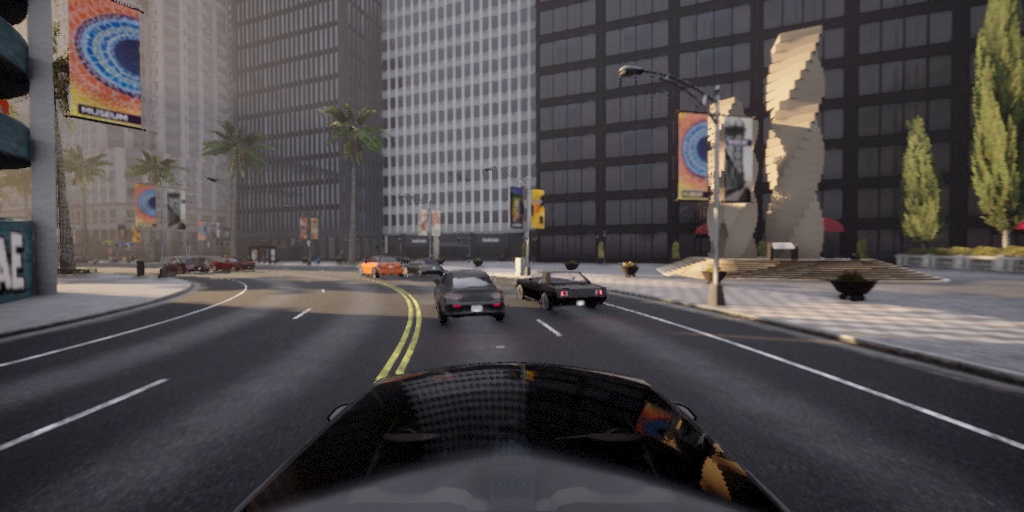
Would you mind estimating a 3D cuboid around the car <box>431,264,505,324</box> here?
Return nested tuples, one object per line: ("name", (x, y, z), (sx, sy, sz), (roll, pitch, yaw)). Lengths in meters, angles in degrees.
("car", (-1.458, 1.143, 11.380), (1.812, 1.442, 4.674), (0, 1, -14))

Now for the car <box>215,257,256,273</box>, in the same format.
("car", (-28.076, 0.825, 36.091), (5.008, 1.535, 1.882), (0, 1, 22))

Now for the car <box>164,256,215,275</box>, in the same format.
("car", (-30.120, 0.959, 33.164), (4.181, 1.385, 1.994), (0, 1, 22))

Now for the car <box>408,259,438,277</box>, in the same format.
("car", (-7.531, 0.933, 30.182), (1.994, 1.385, 4.181), (-1, 1, -40))

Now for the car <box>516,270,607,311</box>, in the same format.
("car", (1.590, 1.178, 13.528), (1.895, 1.301, 4.718), (0, 1, -15))

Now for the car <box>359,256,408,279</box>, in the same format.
("car", (-10.303, 0.760, 28.033), (2.097, 1.767, 4.553), (-1, 1, -40))
